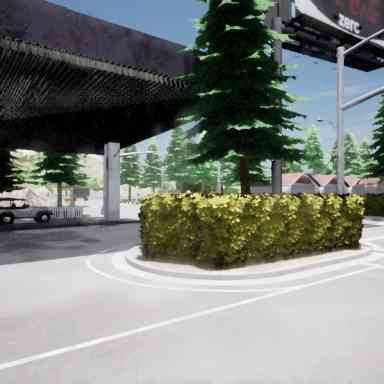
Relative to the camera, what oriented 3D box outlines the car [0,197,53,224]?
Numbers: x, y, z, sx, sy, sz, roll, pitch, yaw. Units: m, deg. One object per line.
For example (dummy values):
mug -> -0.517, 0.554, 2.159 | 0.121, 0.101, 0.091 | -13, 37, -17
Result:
car -> -12.000, 1.313, 23.459 | 3.866, 1.878, 1.905 | 0, 0, -36
